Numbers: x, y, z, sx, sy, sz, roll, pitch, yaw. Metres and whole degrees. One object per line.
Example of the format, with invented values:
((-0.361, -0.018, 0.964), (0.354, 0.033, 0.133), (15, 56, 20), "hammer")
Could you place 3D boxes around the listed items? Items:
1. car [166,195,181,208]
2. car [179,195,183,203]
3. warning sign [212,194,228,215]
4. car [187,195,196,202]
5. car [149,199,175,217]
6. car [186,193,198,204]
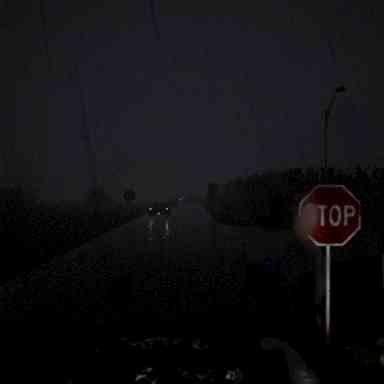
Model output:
((-2.930, 1.500, 45.403), (1.994, 1.385, 4.181), (0, 0, 0), "car")
((-2.878, 1.393, 65.336), (1.837, 1.490, 4.892), (0, 0, 0), "car")
((2.392, 1.080, 29.051), (1.300, 1.860, 1.060), (0, 0, 0), "warning sign")
((-0.137, 1.422, 71.528), (1.895, 1.301, 4.718), (0, 0, 0), "car")
((-2.906, 1.562, 31.135), (1.895, 1.301, 4.718), (0, 0, 0), "car")
((-0.118, 1.243, 61.453), (2.097, 1.767, 4.553), (0, 0, 0), "car")
